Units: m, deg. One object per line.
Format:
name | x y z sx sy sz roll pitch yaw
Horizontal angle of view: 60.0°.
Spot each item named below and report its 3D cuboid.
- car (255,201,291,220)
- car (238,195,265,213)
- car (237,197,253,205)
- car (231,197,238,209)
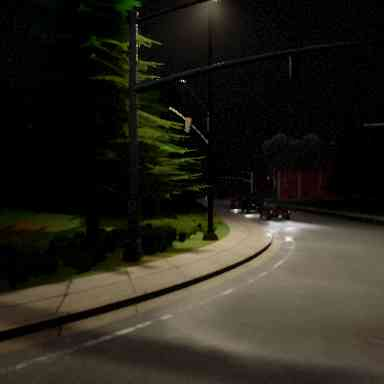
car | 7.209 1.711 29.301 1.895 1.301 4.718 0 0 0
car | 7.233 1.373 39.355 2.150 2.045 5.566 0 0 0
car | 10.337 1.745 65.147 2.128 1.511 4.902 0 0 -2
car | 7.124 1.546 49.652 2.097 1.767 4.553 0 0 -1
